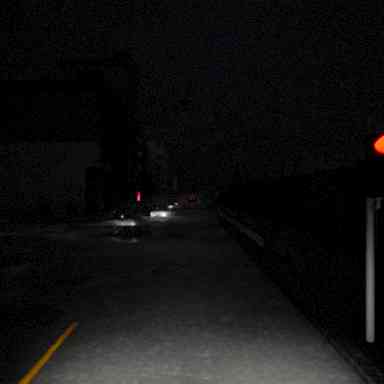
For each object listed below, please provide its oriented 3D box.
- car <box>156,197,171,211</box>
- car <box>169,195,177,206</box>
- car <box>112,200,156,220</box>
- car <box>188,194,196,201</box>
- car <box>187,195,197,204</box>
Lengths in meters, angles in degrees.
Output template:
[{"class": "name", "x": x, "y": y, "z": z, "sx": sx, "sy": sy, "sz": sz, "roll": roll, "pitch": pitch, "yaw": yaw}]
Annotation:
[{"class": "car", "x": -4.067, "y": 1.600, "z": 41.357, "sx": 1.895, "sy": 1.301, "sz": 4.718, "roll": 0, "pitch": 0, "yaw": 0}, {"class": "car", "x": -4.051, "y": 1.562, "z": 55.153, "sx": 1.994, "sy": 1.385, "sz": 4.181, "roll": 0, "pitch": 0, "yaw": 0}, {"class": "car", "x": -4.957, "y": 1.600, "z": 28.061, "sx": 1.895, "sy": 1.301, "sz": 4.718, "roll": 0, "pitch": 0, "yaw": 12}, {"class": "car", "x": 0.044, "y": 1.309, "z": 76.733, "sx": 1.882, "sy": 1.535, "sz": 5.008, "roll": 0, "pitch": 0, "yaw": 0}, {"class": "car", "x": 0.040, "y": 1.490, "z": 66.313, "sx": 2.128, "sy": 1.511, "sz": 4.902, "roll": 0, "pitch": 0, "yaw": 0}]
